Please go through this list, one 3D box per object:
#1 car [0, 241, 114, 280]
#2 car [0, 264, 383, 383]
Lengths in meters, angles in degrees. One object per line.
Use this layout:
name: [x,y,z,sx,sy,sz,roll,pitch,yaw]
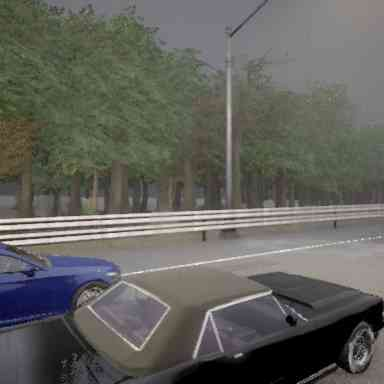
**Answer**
car: [-3.476,1.525,5.526,4.674,1.442,1.812,0,0,-36]
car: [0.312,1.599,3.924,4.718,1.301,1.895,0,0,-35]
